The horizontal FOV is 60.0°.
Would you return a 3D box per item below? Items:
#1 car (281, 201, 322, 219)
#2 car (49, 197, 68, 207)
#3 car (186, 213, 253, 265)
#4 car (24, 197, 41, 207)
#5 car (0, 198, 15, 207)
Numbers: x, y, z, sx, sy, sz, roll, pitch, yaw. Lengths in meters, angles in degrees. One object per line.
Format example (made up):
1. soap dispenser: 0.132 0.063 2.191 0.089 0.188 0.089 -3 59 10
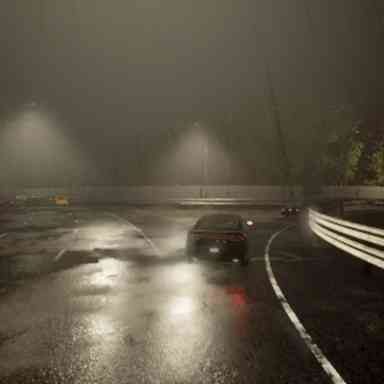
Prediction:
1. car: 9.822 1.536 29.593 2.033 1.411 5.357 0 0 41
2. car: -20.920 1.463 52.049 1.882 1.535 5.008 0 -1 -35
3. car: 1.088 1.473 11.775 1.882 1.535 5.008 0 0 11
4. car: -24.473 1.475 50.996 2.128 1.511 4.902 0 0 -36
5. car: -28.174 1.587 50.206 1.895 1.301 4.718 0 0 -36
